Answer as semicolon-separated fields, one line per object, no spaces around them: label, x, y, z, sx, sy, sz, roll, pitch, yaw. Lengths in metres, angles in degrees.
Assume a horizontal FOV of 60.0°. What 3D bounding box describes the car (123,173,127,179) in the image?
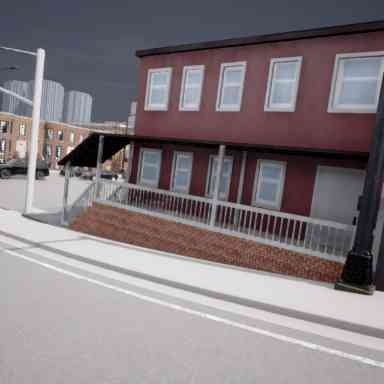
car;-8.427;-2.530;50.079;1.812;1.442;4.674;10;6;35

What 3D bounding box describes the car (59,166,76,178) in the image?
car;-14.416;-2.500;41.804;1.994;1.385;4.181;11;6;36

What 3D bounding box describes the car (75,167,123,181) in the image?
car;-11.176;-2.041;40.369;1.837;1.490;4.892;10;6;35

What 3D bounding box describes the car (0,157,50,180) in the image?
car;-16.788;-2.326;32.506;2.150;2.045;5.566;10;6;36
